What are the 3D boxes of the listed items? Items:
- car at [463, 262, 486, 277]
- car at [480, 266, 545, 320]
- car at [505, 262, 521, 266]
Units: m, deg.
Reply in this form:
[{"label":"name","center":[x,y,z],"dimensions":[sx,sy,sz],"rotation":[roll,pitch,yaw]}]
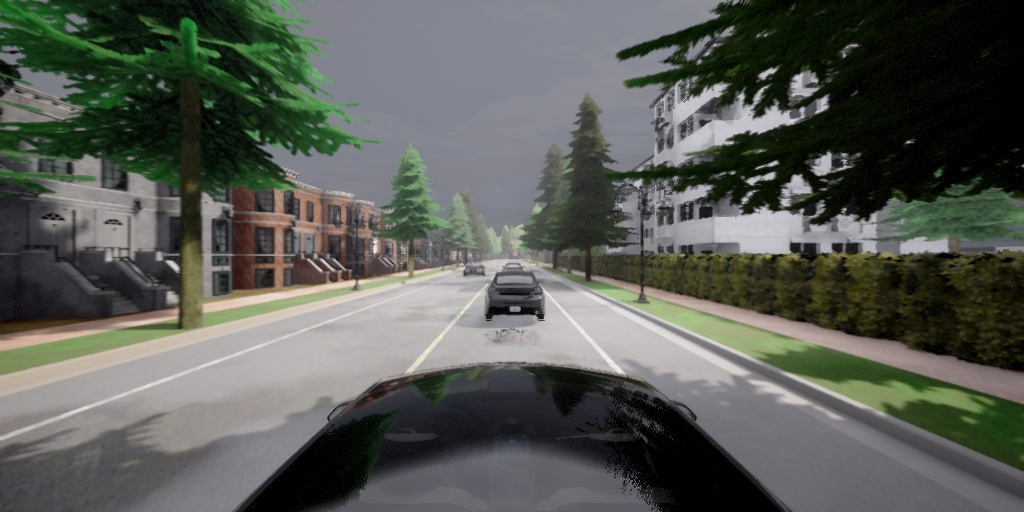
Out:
[{"label":"car","center":[-3.593,1.310,35.126],"dimensions":[1.994,1.385,4.181],"rotation":[0,0,0]},{"label":"car","center":[0.092,1.254,12.561],"dimensions":[1.837,1.490,4.892],"rotation":[0,0,0]},{"label":"car","center":[0.101,1.273,30.802],"dimensions":[1.812,1.442,4.674],"rotation":[0,0,0]}]
